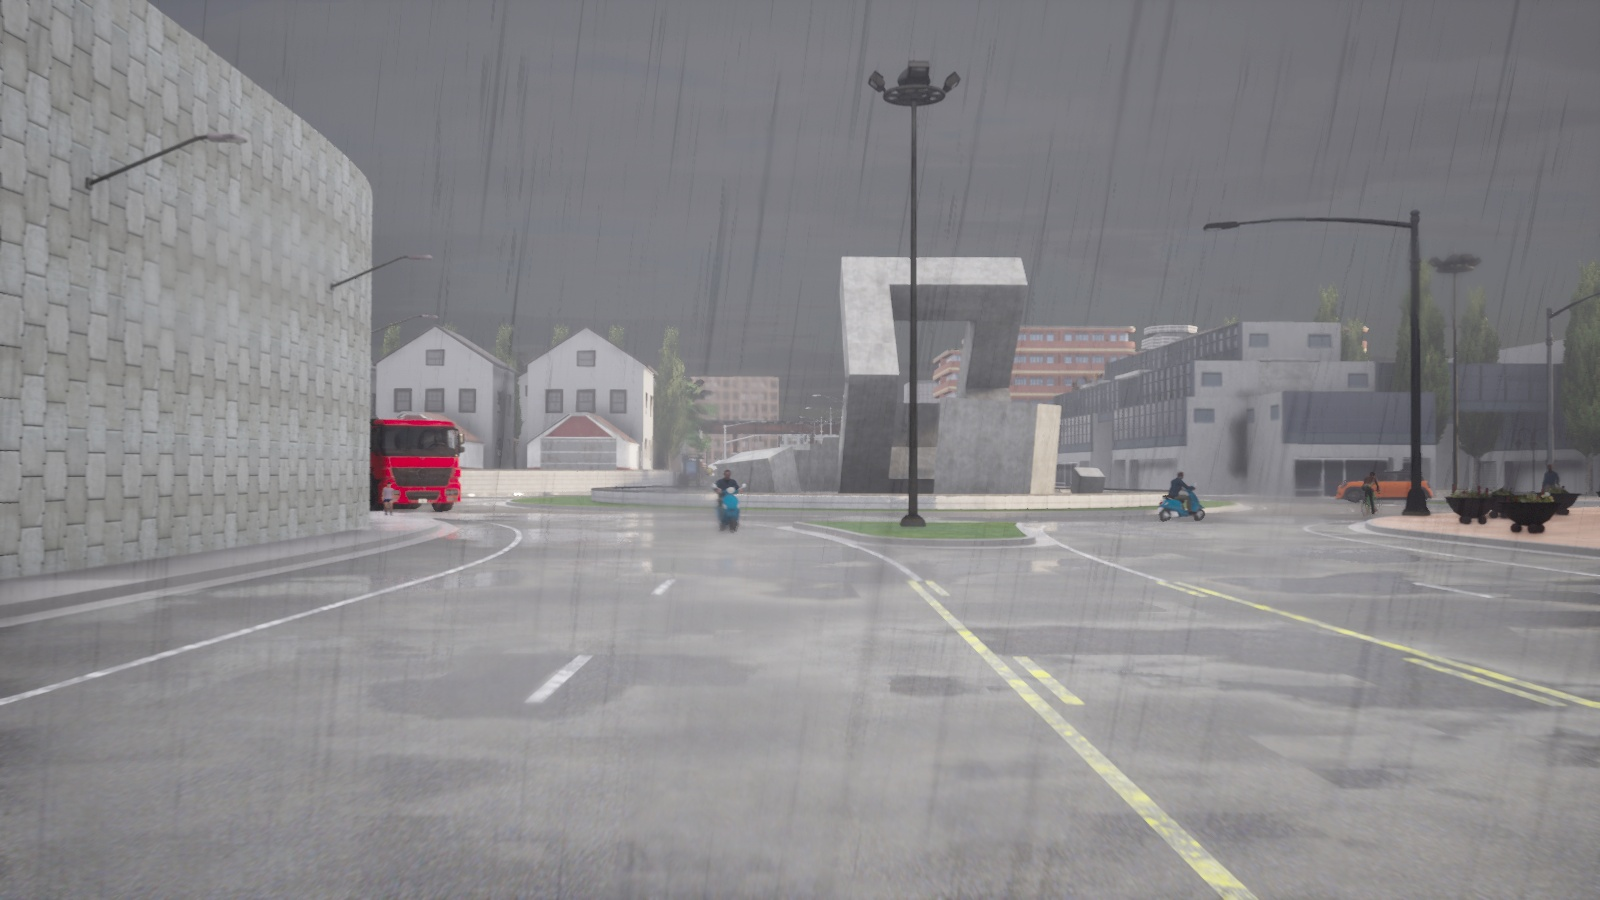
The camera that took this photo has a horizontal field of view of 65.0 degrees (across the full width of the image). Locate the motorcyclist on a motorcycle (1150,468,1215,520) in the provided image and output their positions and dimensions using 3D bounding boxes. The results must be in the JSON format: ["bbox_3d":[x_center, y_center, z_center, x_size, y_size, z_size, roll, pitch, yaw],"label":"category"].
[{"bbox_3d":[12.111,1.385,39.765,1.817,1.590,0.866,0,-2,-21],"label":"motorcyclist on a motorcycle"}]

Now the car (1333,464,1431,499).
[{"bbox_3d":[30.278,1.648,65.487,4.553,1.767,2.097,-1,-1,24],"label":"car"}]

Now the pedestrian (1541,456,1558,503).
[{"bbox_3d":[29.455,1.174,49.350,0.726,1.835,0.370,1,-1,-40],"label":"pedestrian"}]

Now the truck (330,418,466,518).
[{"bbox_3d":[-15.332,0.688,47.462,2.891,3.462,7.936,0,-1,-33],"label":"truck"}]

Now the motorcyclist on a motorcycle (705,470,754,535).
[{"bbox_3d":[-1.798,1.308,31.822,0.866,1.590,1.817,0,-1,-15],"label":"motorcyclist on a motorcycle"}]

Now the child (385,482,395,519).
[{"bbox_3d":[-12.590,1.545,38.535,0.255,1.110,0.394,0,-1,-25],"label":"child"}]
